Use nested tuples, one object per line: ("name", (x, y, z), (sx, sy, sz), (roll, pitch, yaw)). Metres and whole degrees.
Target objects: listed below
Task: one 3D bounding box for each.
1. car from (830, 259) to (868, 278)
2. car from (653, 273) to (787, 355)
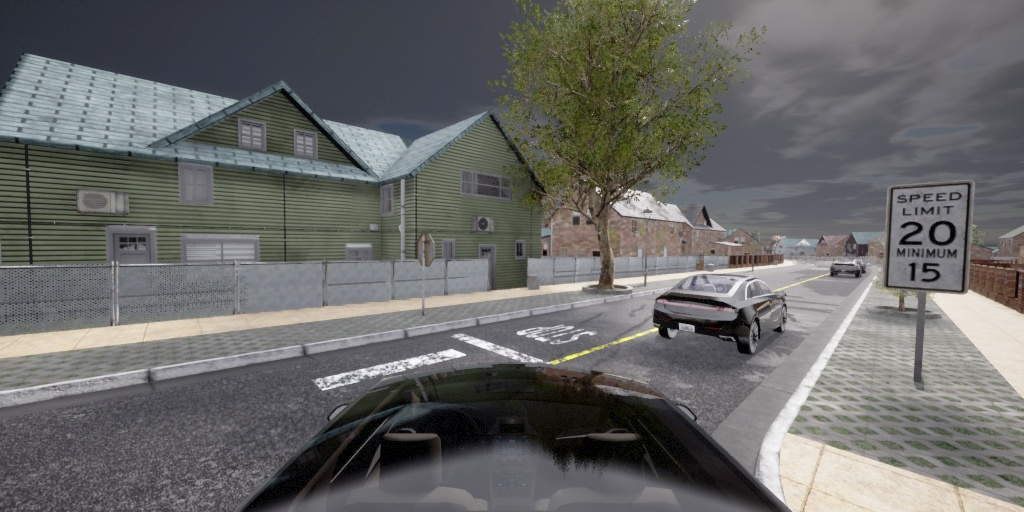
("car", (29.472, 1.040, 31.587), (4.902, 1.511, 2.128), (0, 2, -43))
("car", (5.199, 1.181, 8.702), (4.902, 1.511, 2.128), (0, 2, -43))
